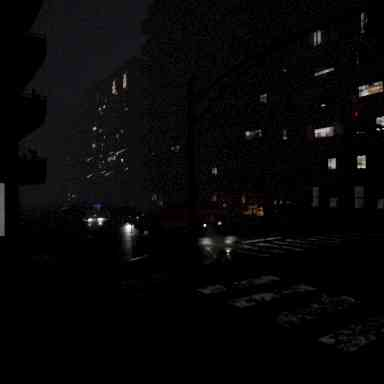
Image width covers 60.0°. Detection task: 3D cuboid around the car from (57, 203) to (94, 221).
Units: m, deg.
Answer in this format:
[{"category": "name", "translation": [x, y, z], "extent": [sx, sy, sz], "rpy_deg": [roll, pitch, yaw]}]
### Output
[{"category": "car", "translation": [-11.902, 2.163, 33.813], "extent": [1.887, 1.381, 4.507], "rpy_deg": [-1, 0, -36]}]

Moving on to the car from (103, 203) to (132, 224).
[{"category": "car", "translation": [-6.051, 2.003, 30.178], "extent": [1.837, 1.490, 4.892], "rpy_deg": [0, -1, -36]}]

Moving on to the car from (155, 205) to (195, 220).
[{"category": "car", "translation": [-1.855, 2.045, 34.174], "extent": [1.887, 1.381, 4.507], "rpy_deg": [-1, 0, -36]}]

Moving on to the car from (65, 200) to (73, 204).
[{"category": "car", "translation": [-17.502, 2.273, 51.432], "extent": [2.097, 1.767, 4.553], "rpy_deg": [0, -1, -36]}]

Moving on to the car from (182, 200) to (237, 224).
[{"category": "car", "translation": [1.461, 1.713, 29.588], "extent": [2.192, 1.841, 5.009], "rpy_deg": [-1, 0, -36]}]

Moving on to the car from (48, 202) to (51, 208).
[{"category": "car", "translation": [-28.446, 2.623, 70.863], "extent": [2.192, 1.841, 5.009], "rpy_deg": [-1, 0, -36]}]

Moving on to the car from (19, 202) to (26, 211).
[{"category": "car", "translation": [-31.841, 2.769, 61.330], "extent": [1.887, 1.381, 4.507], "rpy_deg": [-1, 0, -36]}]

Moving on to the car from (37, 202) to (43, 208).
[{"category": "car", "translation": [-35.086, 3.049, 80.035], "extent": [1.887, 1.381, 4.507], "rpy_deg": [-1, 0, -36]}]

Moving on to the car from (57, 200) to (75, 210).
[{"category": "car", "translation": [-25.123, 2.524, 66.276], "extent": [2.192, 1.841, 5.009], "rpy_deg": [-1, 0, -36]}]

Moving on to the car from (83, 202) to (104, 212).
[{"category": "car", "translation": [-16.369, 2.432, 55.048], "extent": [1.882, 1.535, 5.008], "rpy_deg": [0, -1, -36]}]

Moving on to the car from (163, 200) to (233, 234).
[{"category": "car", "translation": [0.009, 1.531, 21.801], "extent": [2.150, 2.045, 5.566], "rpy_deg": [0, -1, -36]}]

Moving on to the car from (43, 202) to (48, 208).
[{"category": "car", "translation": [-31.763, 2.972, 75.448], "extent": [1.947, 1.339, 4.313], "rpy_deg": [-1, 0, -36]}]

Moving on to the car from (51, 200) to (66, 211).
[{"category": "car", "translation": [-22.677, 2.569, 58.572], "extent": [2.128, 1.511, 4.902], "rpy_deg": [0, -1, -36]}]

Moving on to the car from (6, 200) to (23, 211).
[{"category": "car", "translation": [-35.169, 2.639, 65.916], "extent": [2.192, 1.841, 5.009], "rpy_deg": [-1, 0, -36]}]

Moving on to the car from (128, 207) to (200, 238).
[{"category": "car", "translation": [-1.833, 1.833, 19.916], "extent": [1.752, 1.417, 4.829], "rpy_deg": [-1, 0, -36]}]

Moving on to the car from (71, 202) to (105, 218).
[{"category": "car", "translation": [-12.201, 2.234, 38.682], "extent": [2.033, 1.411, 5.357], "rpy_deg": [0, -1, -36]}]
